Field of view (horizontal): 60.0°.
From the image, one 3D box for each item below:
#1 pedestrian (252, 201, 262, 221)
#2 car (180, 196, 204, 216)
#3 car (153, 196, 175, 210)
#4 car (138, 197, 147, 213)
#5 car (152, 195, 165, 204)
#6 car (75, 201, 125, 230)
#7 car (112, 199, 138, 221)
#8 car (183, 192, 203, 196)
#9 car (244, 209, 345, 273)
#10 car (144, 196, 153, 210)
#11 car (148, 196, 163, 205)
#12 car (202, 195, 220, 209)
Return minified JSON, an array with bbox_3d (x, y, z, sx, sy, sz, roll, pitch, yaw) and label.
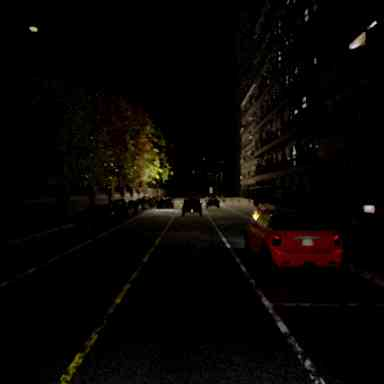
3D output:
[{"bbox_3d":[2.711,1.234,13.487,0.375,1.860,0.375,0,0,-5],"label":"pedestrian"},{"bbox_3d":[0.010,1.372,30.895,1.837,1.490,4.892,0,0,0],"label":"car"},{"bbox_3d":[-3.160,1.396,40.310,1.994,1.385,4.181,0,0,0],"label":"car"},{"bbox_3d":[-5.741,1.448,31.510,1.802,1.307,4.206,0,0,0],"label":"car"},{"bbox_3d":[-5.917,1.305,59.203,1.887,1.381,4.507,0,0,0],"label":"car"},{"bbox_3d":[-5.723,1.477,20.433,1.947,1.339,4.313,0,0,0],"label":"car"},{"bbox_3d":[-5.732,1.329,25.971,1.967,1.590,4.097,0,0,0],"label":"car"},{"bbox_3d":[-0.021,1.036,45.536,2.150,2.045,5.566,0,1,0],"label":"car"},{"bbox_3d":[2.981,1.304,10.700,2.097,1.767,4.553,0,0,0],"label":"car"},{"bbox_3d":[-5.751,1.370,36.878,1.752,1.417,4.829,0,0,0],"label":"car"},{"bbox_3d":[-5.857,1.332,53.663,2.008,1.369,4.403,0,0,0],"label":"car"},{"bbox_3d":[2.620,1.374,42.604,2.008,1.369,4.403,0,0,0],"label":"car"}]
